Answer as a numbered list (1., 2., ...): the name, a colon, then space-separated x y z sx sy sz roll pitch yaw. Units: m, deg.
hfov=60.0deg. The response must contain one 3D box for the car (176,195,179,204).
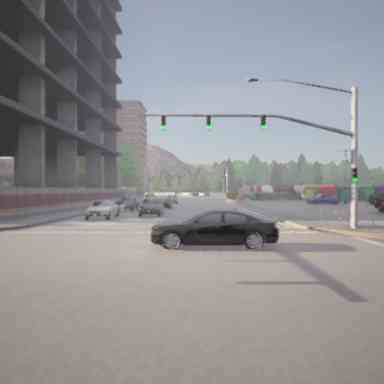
1. car: -3.128 1.158 52.548 2.128 1.511 4.902 0 0 1

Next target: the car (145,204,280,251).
1. car: 0.890 1.408 13.152 5.008 1.535 1.882 0 0 1

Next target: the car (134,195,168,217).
1. car: -3.456 1.311 28.971 1.837 1.490 4.892 0 0 1

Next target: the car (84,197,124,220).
1. car: -6.991 1.350 26.303 1.812 1.442 4.674 0 0 1

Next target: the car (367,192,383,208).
1. car: 25.617 0.909 43.866 4.605 1.855 1.932 0 0 1

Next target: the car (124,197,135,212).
1. car: -6.874 1.260 35.432 2.128 1.511 4.902 0 1 1

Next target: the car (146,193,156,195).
1. car: -6.625 1.018 52.737 2.097 1.767 4.553 0 0 1

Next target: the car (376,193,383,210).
1. car: 25.614 1.135 41.184 3.905 1.438 1.784 0 0 1

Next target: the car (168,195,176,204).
1. car: -3.325 1.347 39.094 1.895 1.301 4.718 0 0 1
